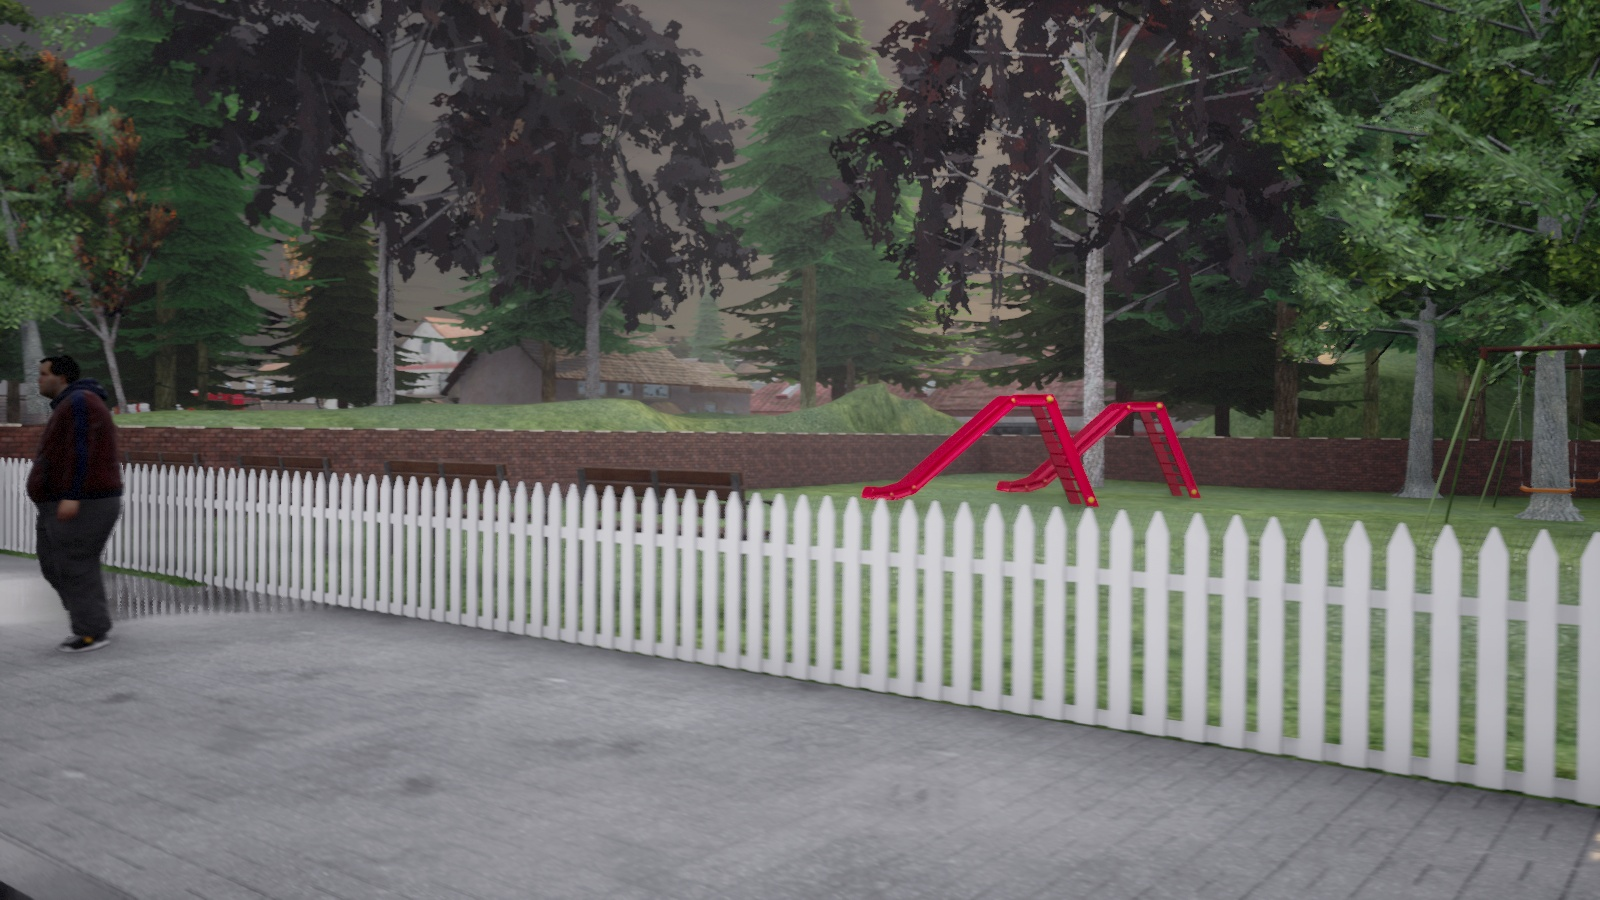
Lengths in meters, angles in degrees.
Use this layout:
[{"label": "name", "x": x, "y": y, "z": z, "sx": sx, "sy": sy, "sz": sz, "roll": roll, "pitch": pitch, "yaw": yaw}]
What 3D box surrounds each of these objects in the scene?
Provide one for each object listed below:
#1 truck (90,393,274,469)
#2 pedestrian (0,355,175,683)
[{"label": "truck", "x": -33.136, "y": -1.028, "z": 67.675, "sx": 2.891, "sy": 3.827, "sz": 8.468, "roll": 0, "pitch": 1, "yaw": 36}, {"label": "pedestrian", "x": -4.353, "y": 0.380, "z": 7.580, "sx": 0.899, "sy": 1.844, "sz": 0.634, "roll": -1, "pitch": 1, "yaw": -39}]
